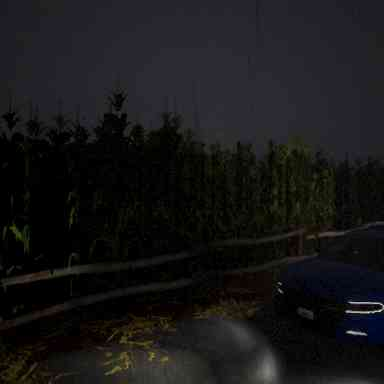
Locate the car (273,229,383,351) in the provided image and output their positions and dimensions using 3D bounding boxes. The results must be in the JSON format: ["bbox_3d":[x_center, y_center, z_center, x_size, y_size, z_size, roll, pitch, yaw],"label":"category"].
[{"bbox_3d":[3.610,1.477,6.281,5.008,1.535,1.882,0,0,-37],"label":"car"}]
